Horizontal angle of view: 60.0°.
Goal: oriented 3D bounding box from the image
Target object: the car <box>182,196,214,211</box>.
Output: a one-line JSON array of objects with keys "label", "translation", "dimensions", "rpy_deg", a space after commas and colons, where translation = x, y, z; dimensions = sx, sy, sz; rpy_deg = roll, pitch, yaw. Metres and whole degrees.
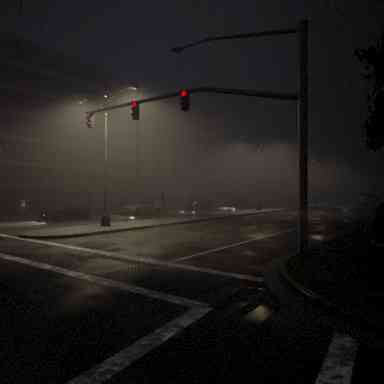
[{"label": "car", "translation": [0.780, 1.352, 41.368], "dimensions": [2.097, 1.767, 4.553], "rpy_deg": [0, 0, 36]}]

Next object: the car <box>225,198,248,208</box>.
[{"label": "car", "translation": [6.619, 1.564, 49.397], "dimensions": [1.994, 1.385, 4.181], "rpy_deg": [0, 0, 36]}]

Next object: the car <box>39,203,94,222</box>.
[{"label": "car", "translation": [-9.943, 1.564, 26.591], "dimensions": [1.994, 1.385, 4.181], "rpy_deg": [0, 0, 36]}]

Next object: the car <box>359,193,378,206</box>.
[{"label": "car", "translation": [28.735, 1.221, 54.037], "dimensions": [2.150, 2.045, 5.566], "rpy_deg": [0, 0, 36]}]

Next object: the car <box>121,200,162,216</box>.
[{"label": "car", "translation": [-4.951, 1.524, 33.472], "dimensions": [1.812, 1.442, 4.674], "rpy_deg": [0, 0, 36]}]
